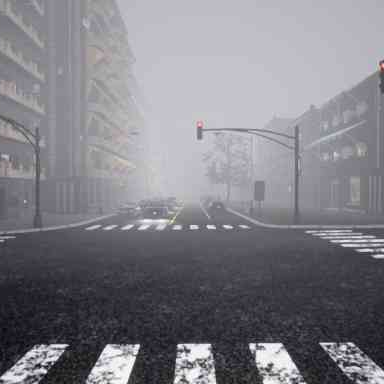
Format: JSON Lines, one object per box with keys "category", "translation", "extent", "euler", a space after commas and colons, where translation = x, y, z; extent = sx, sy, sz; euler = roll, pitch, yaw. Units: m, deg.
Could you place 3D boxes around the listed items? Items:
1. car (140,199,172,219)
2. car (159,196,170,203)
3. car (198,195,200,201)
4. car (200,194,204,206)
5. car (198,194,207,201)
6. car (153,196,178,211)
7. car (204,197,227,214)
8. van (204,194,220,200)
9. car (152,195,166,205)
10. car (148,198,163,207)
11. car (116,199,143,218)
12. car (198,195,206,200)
{"category": "car", "translation": [-3.112, 1.556, 29.341], "extent": [1.994, 1.385, 4.181], "euler": [0, 0, -1]}
{"category": "car", "translation": [-5.699, 1.551, 68.915], "extent": [1.802, 1.307, 4.206], "euler": [0, 0, 0]}
{"category": "car", "translation": [2.679, 1.280, 74.441], "extent": [2.192, 1.841, 5.009], "euler": [0, 0, 0]}
{"category": "car", "translation": [2.682, 1.420, 52.308], "extent": [1.967, 1.590, 4.097], "euler": [0, 0, 0]}
{"category": "car", "translation": [2.678, 1.396, 85.508], "extent": [1.967, 1.590, 4.097], "euler": [0, 0, 0]}
{"category": "car", "translation": [-3.104, 1.534, 39.880], "extent": [2.033, 1.411, 5.357], "euler": [0, 0, 0]}
{"category": "car", "translation": [2.684, 1.555, 35.707], "extent": [1.947, 1.339, 4.313], "euler": [0, 0, 0]}
{"category": "van", "translation": [2.682, 1.327, 41.240], "extent": [1.690, 1.788, 3.998], "euler": [0, 0, 0]}
{"category": "car", "translation": [-5.700, 1.417, 57.847], "extent": [1.967, 1.590, 4.097], "euler": [0, 0, 0]}
{"category": "car", "translation": [-5.698, 1.562, 52.314], "extent": [1.802, 1.307, 4.206], "euler": [0, 0, 0]}
{"category": "car", "translation": [-5.696, 1.542, 30.180], "extent": [2.008, 1.369, 4.403], "euler": [0, 0, 0]}
{"category": "car", "translation": [2.679, 1.495, 91.041], "extent": [1.887, 1.381, 4.507], "euler": [0, 0, 0]}
